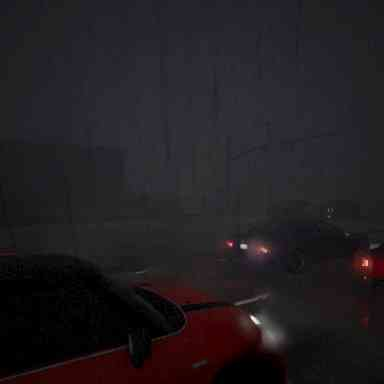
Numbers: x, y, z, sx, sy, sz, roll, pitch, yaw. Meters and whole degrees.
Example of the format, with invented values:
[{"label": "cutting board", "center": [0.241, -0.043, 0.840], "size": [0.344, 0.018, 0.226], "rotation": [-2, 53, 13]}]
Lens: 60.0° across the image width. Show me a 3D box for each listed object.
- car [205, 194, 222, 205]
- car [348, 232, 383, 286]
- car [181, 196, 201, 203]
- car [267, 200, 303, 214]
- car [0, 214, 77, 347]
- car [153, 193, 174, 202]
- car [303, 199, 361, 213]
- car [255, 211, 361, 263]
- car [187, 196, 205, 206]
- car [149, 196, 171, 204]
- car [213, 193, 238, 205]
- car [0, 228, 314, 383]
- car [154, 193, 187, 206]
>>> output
[{"label": "car", "center": [2.402, 1.532, 57.774], "size": [2.033, 1.411, 5.357], "rotation": [0, 0, -36]}, {"label": "car", "center": [6.052, 1.597, 8.097], "size": [4.718, 1.301, 1.895], "rotation": [0, 0, -35]}, {"label": "car", "center": [-0.218, 1.547, 67.418], "size": [1.994, 1.385, 4.181], "rotation": [0, 0, -37]}, {"label": "car", "center": [8.510, 1.467, 28.464], "size": [5.008, 1.535, 1.882], "rotation": [0, 0, -35]}, {"label": "car", "center": [-4.339, 1.352, 4.953], "size": [4.553, 1.767, 2.097], "rotation": [0, 0, -35]}, {"label": "car", "center": [-6.493, 1.208, 76.104], "size": [2.150, 2.045, 5.566], "rotation": [0, 0, -36]}, {"label": "car", "center": [11.207, 1.341, 26.088], "size": [4.553, 1.767, 2.097], "rotation": [0, 0, -35]}, {"label": "car", "center": [3.481, 1.543, 10.569], "size": [5.357, 1.411, 2.033], "rotation": [0, 0, -35]}, {"label": "car", "center": [-0.599, 1.533, 55.947], "size": [2.033, 1.411, 5.357], "rotation": [0, 0, -36]}, {"label": "car", "center": [-6.182, 1.491, 63.688], "size": [1.837, 1.490, 4.892], "rotation": [0, 0, -36]}, {"label": "car", "center": [5.658, 1.204, 59.262], "size": [2.150, 2.045, 5.566], "rotation": [0, 0, -36]}, {"label": "car", "center": [-1.281, 1.352, 2.833], "size": [4.553, 1.767, 2.097], "rotation": [0, 0, -35]}, {"label": "car", "center": [-3.632, 1.209, 54.163], "size": [2.150, 2.045, 5.566], "rotation": [0, 0, -35]}]
